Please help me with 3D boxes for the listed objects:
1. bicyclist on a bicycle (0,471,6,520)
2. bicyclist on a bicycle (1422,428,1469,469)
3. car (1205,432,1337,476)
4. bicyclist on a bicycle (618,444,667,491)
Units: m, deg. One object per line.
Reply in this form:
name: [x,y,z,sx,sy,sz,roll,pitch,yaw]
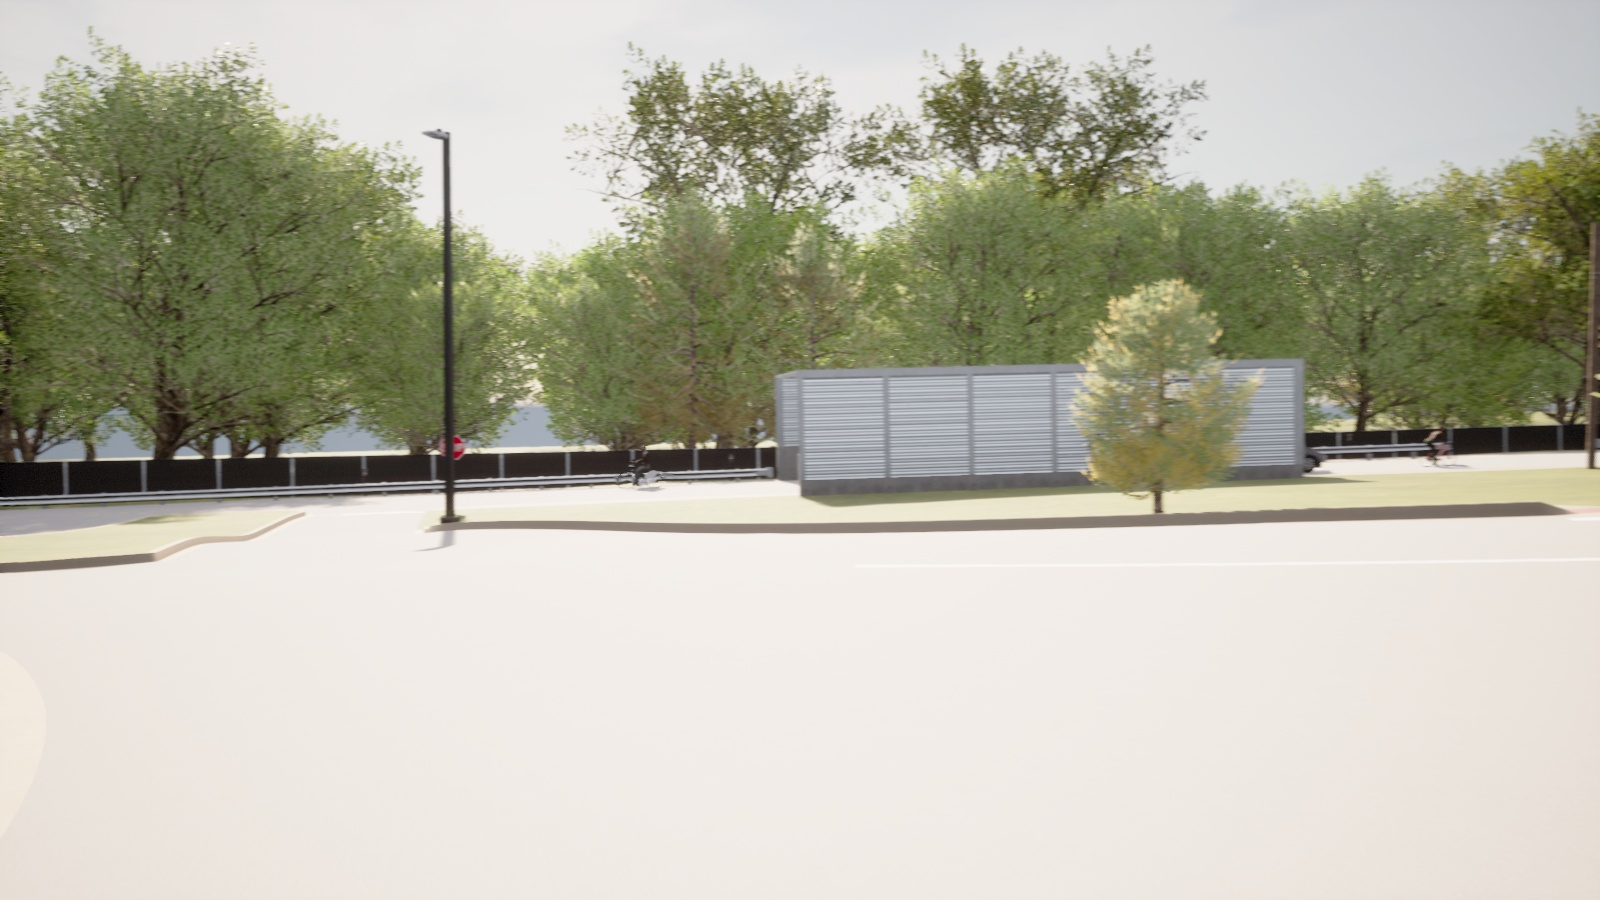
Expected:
bicyclist on a bicycle: [-27.483,1.554,41.812,1.509,1.612,0.866,-1,2,-13]
bicyclist on a bicycle: [26.356,-0.072,51.258,1.656,1.620,0.582,-2,3,-7]
car: [18.806,0.154,50.244,4.514,1.525,2.007,-2,3,-8]
bicyclist on a bicycle: [-6.281,0.699,50.074,1.843,1.776,0.659,-2,2,-11]
